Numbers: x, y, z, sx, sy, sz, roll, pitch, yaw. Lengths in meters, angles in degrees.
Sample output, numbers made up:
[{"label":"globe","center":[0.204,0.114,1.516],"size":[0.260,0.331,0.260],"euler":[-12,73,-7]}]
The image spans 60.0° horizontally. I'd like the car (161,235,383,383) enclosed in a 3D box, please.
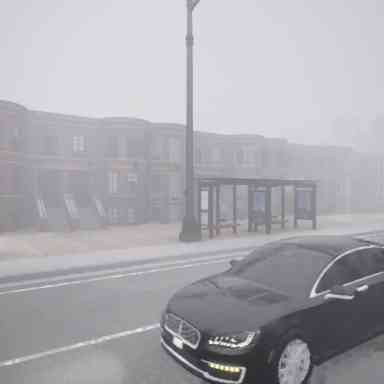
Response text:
[{"label":"car","center":[1.855,1.505,5.227],"size":[4.892,1.490,1.837],"euler":[0,0,-34]}]
